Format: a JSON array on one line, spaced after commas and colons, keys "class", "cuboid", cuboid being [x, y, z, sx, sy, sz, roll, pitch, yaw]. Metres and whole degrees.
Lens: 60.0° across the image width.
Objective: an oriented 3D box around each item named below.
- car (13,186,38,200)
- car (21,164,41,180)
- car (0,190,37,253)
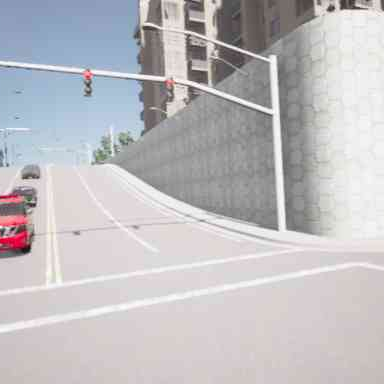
[{"class": "car", "cuboid": [-12.863, 0.319, 25.467, 1.895, 1.301, 4.718, -3, 10, -23]}, {"class": "car", "cuboid": [-18.581, -2.432, 38.585, 2.033, 1.411, 5.357, -3, 12, -23]}, {"class": "car", "cuboid": [-7.954, 1.266, 14.062, 2.150, 2.045, 5.566, -3, 5, -23]}]
